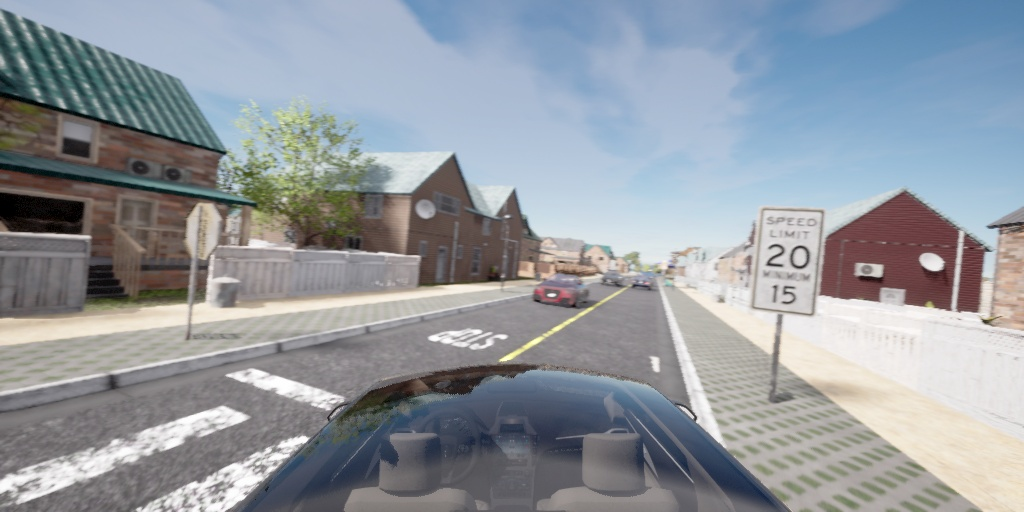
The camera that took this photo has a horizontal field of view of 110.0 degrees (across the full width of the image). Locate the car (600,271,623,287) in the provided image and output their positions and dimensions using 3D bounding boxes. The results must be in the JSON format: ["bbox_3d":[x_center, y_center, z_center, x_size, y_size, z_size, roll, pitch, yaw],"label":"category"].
[{"bbox_3d":[10.389,2.350,37.068,1.837,1.490,4.892,6,-1,22],"label":"car"}]

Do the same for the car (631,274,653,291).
[{"bbox_3d":[13.374,2.688,36.896,2.033,1.411,5.357,6,0,22],"label":"car"}]

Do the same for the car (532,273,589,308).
[{"bbox_3d":[2.458,1.575,17.245,1.994,1.385,4.181,6,0,22],"label":"car"}]

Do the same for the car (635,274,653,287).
[{"bbox_3d":[17.114,3.111,46.432,1.994,1.385,4.181,6,0,22],"label":"car"}]

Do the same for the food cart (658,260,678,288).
[{"bbox_3d":[20.416,2.346,46.824,2.280,3.560,4.660,0,0,22],"label":"food cart"}]
